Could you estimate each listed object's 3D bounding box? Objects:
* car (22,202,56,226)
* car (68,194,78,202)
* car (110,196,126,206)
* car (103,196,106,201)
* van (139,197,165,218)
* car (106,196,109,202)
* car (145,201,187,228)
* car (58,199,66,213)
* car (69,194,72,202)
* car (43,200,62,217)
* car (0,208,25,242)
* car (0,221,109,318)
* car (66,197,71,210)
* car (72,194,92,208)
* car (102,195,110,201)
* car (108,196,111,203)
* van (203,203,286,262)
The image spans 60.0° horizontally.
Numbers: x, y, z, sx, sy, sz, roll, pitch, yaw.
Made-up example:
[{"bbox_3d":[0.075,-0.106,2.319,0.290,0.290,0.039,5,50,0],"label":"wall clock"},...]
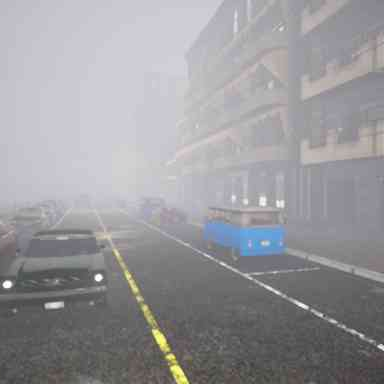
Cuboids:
[{"bbox_3d":[-9.638,1.559,19.986,2.008,1.369,4.403,0,0,-18],"label":"car"},{"bbox_3d":[-29.788,1.410,83.124,2.192,1.841,5.009,0,0,-18],"label":"car"},{"bbox_3d":[-11.728,1.609,54.103,1.947,1.339,4.313,0,0,-18],"label":"car"},{"bbox_3d":[-18.445,1.623,75.149,1.887,1.381,4.507,0,0,-18],"label":"car"},{"bbox_3d":[-3.333,1.357,27.795,1.690,1.788,3.998,0,0,-18],"label":"van"},{"bbox_3d":[-15.139,1.585,64.788,1.752,1.417,4.829,0,0,-18],"label":"car"},{"bbox_3d":[-1.653,1.557,22.534,1.887,1.381,4.507,0,0,-18],"label":"car"},{"bbox_3d":[-12.996,1.457,30.510,1.967,1.590,4.097,0,0,-18],"label":"car"},{"bbox_3d":[-26.428,1.641,72.602,1.947,1.339,4.313,0,0,-18],"label":"car"},{"bbox_3d":[-11.317,1.563,25.248,2.008,1.369,4.403,0,0,-18],"label":"car"},{"bbox_3d":[-6.280,1.442,9.465,1.967,1.590,4.097,0,0,-18],"label":"car"},{"bbox_3d":[-2.997,1.603,7.716,1.895,1.301,4.718,0,0,-18],"label":"car"},{"bbox_3d":[-16.354,1.592,41.033,1.947,1.339,4.313,0,0,-18],"label":"car"},{"bbox_3d":[-16.023,1.256,48.858,2.150,2.045,5.566,0,0,-18],"label":"car"},{"bbox_3d":[-23.482,1.655,90.932,1.887,1.381,4.507,0,0,-18],"label":"car"},{"bbox_3d":[-13.458,1.576,59.526,1.752,1.417,4.829,0,0,-18],"label":"car"},{"bbox_3d":[1.704,1.346,12.012,1.690,1.788,3.998,0,0,-18],"label":"van"}]
